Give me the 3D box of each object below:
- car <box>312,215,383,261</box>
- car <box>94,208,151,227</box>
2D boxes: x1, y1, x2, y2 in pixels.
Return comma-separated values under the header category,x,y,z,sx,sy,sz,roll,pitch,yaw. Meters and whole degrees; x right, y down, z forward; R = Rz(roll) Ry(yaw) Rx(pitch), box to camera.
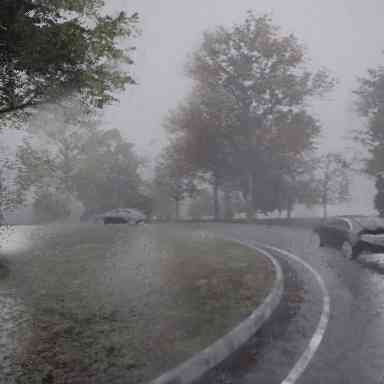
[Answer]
category,x,y,z,sx,sy,sz,roll,pitch,yaw
car,6.290,1.655,12.965,2.128,1.511,4.902,0,-1,0
car,-5.817,2.088,27.716,4.902,1.511,2.128,-1,-1,17
